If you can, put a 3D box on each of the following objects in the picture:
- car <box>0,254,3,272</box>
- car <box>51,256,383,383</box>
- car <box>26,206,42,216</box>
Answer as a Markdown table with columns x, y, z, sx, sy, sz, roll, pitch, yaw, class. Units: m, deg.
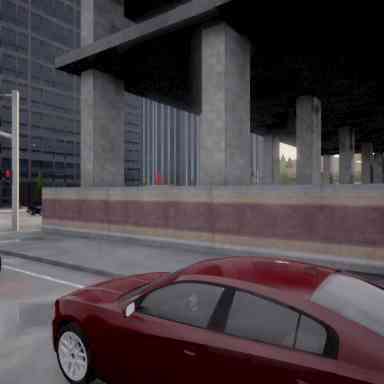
| x | y | z | sx | sy | sz | roll | pitch | yaw | class |
| --- | --- | --- | --- | --- | --- | --- | --- | --- | --- |
| -6.887 | 1.564 | 8.850 | 4.181 | 1.385 | 1.994 | 0 | 0 | 36 | car |
| 0.460 | 1.478 | 3.662 | 5.008 | 1.535 | 1.882 | 0 | 0 | 35 | car |
| -14.083 | 1.656 | 33.517 | 1.895 | 1.301 | 4.718 | 0 | 0 | 36 | car |
